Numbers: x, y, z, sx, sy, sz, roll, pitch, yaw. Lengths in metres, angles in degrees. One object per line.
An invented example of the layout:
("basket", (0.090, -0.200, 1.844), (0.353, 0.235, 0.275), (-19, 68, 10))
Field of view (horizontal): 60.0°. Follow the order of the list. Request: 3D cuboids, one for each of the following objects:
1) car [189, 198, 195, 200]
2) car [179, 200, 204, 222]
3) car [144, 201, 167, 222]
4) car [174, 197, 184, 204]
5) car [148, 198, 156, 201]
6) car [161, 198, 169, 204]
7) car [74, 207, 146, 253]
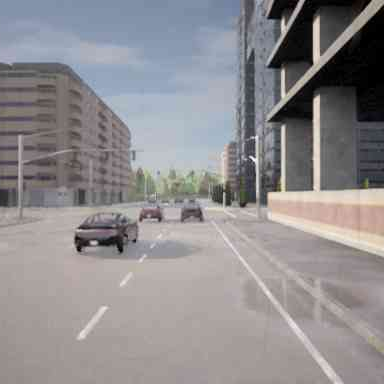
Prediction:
("car", (-0.064, 2.411, 88.438), (1.895, 1.301, 4.718), (0, -1, 1))
("car", (-0.008, 1.786, 29.306), (1.837, 1.490, 4.892), (0, 0, 0))
("car", (-3.508, 1.805, 29.401), (1.812, 1.442, 4.674), (0, 0, 0))
("car", (-3.564, 2.173, 88.423), (2.097, 1.767, 4.553), (0, -1, 1))
("car", (-10.578, 2.324, 87.316), (1.837, 1.490, 4.892), (0, -1, 1))
("car", (-7.078, 2.324, 87.273), (1.837, 1.490, 4.892), (0, -1, 1))
("car", (-3.501, 1.629, 14.297), (2.128, 1.511, 4.902), (0, 0, 0))
